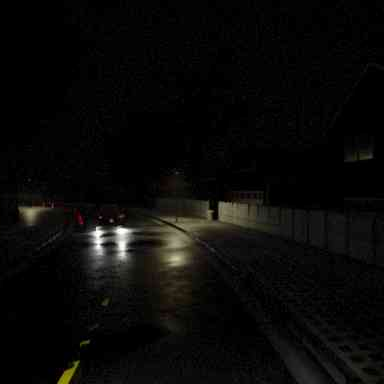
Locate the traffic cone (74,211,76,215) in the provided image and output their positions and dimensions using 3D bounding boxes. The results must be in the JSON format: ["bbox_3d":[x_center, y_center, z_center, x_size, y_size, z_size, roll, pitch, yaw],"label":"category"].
[{"bbox_3d":[-9.275,1.922,27.296,0.340,0.580,0.340,0,0,-22],"label":"traffic cone"}]

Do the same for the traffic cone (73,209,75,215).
[{"bbox_3d":[-11.193,1.913,31.746,0.340,0.580,0.340,0,0,-25],"label":"traffic cone"}]

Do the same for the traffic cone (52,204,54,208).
[{"bbox_3d":[-18.540,1.891,44.269,0.340,0.580,0.340,0,0,-36],"label":"traffic cone"}]

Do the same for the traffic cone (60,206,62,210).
[{"bbox_3d":[-15.834,1.898,40.249,0.340,0.580,0.340,0,0,-32],"label":"traffic cone"}]

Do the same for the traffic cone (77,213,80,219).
[{"bbox_3d":[-7.636,1.930,22.735,0.340,0.580,0.340,0,0,-18],"label":"traffic cone"}]

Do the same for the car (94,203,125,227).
[{"bbox_3d":[-5.664,1.499,22.665,1.812,1.442,4.674,0,0,-18],"label":"car"}]
